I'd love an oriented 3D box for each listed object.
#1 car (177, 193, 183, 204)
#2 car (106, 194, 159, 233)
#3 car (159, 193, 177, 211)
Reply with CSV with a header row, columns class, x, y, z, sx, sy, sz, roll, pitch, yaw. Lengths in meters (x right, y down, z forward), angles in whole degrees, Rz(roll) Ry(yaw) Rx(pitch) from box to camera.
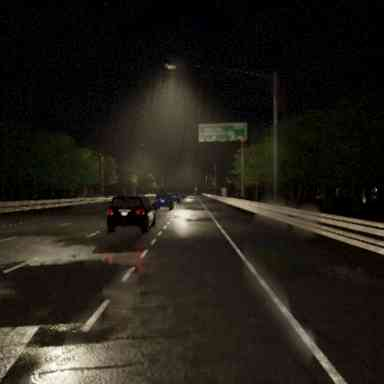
class,x,y,z,sx,sy,sz,roll,pitch,yaw
car,-3.329,1.181,64.562,2.150,2.045,5.566,0,0,0
car,-3.476,1.219,19.806,2.150,2.045,5.566,0,0,0
car,-3.408,1.201,41.402,2.150,2.045,5.566,0,0,0
